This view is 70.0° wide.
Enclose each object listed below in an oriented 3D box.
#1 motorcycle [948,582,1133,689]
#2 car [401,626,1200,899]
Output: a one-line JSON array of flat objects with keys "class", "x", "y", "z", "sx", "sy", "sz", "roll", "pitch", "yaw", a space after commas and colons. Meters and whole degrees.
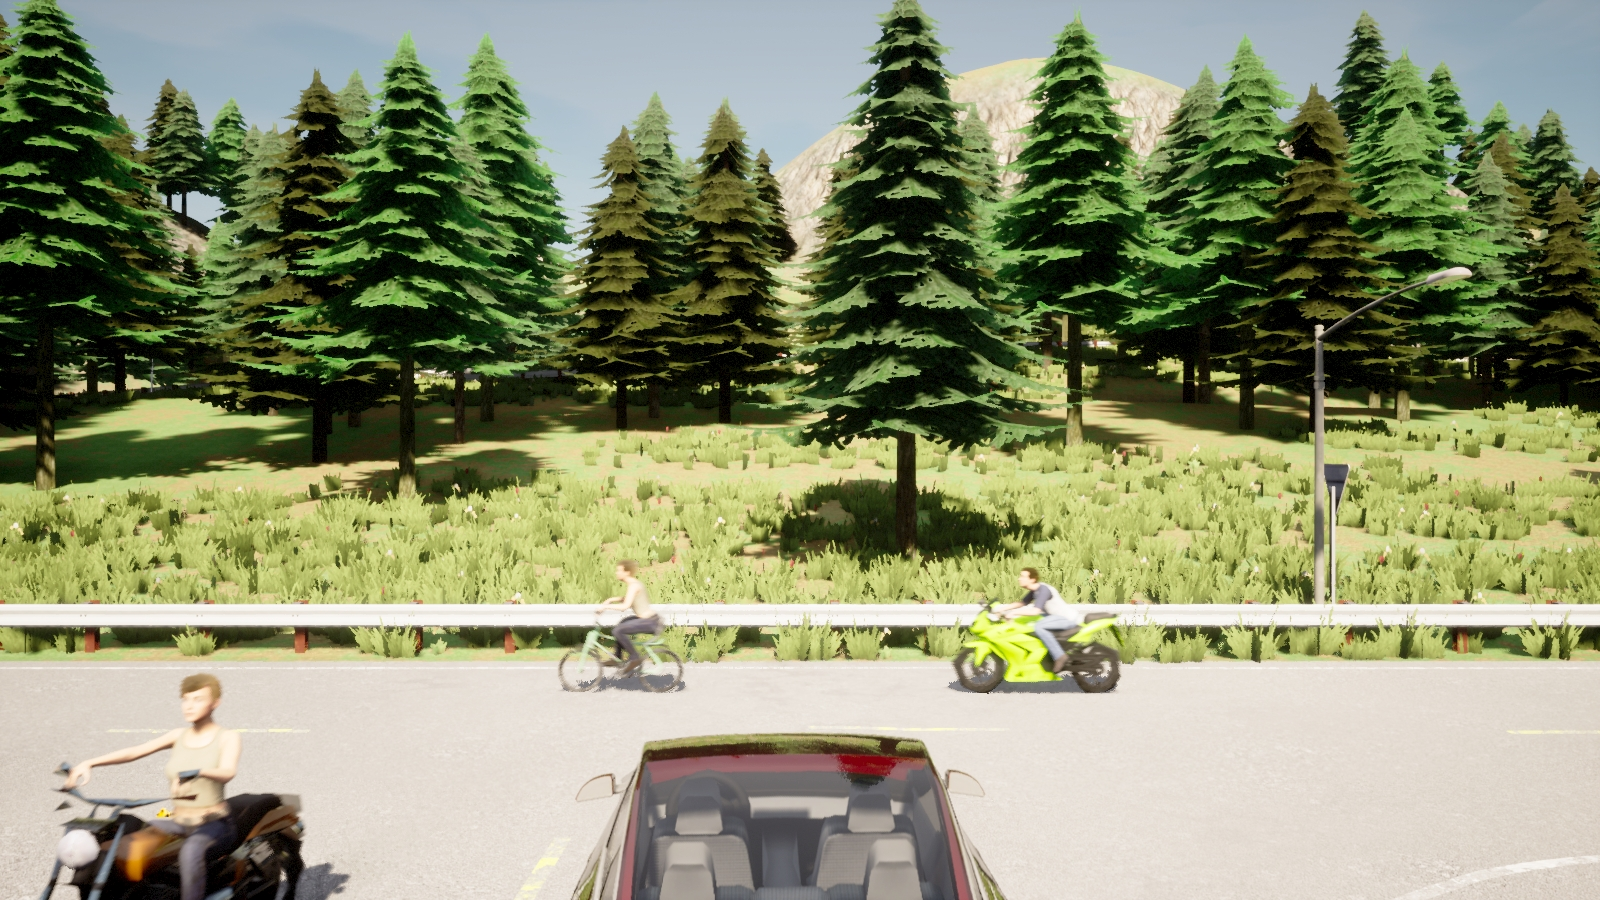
[{"class": "motorcycle", "x": 2.836, "y": 2.195, "z": 13.642, "sx": 2.033, "sy": 1.145, "sz": 0.803, "roll": 0, "pitch": 0, "yaw": 0}, {"class": "car", "x": -0.074, "y": 1.938, "z": 5.478, "sx": 2.163, "sy": 1.488, "sz": 4.792, "roll": 0, "pitch": -1, "yaw": -2}]
